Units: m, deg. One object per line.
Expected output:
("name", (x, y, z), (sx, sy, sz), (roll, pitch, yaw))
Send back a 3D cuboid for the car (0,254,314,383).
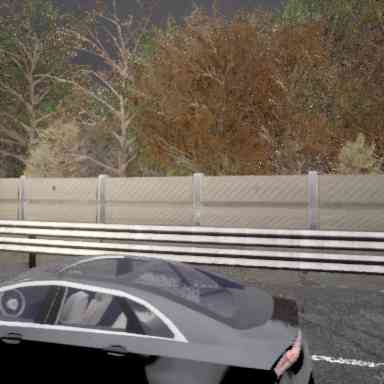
("car", (-1.262, 1.490, 3.674), (4.902, 1.511, 2.128), (0, 0, 15))
